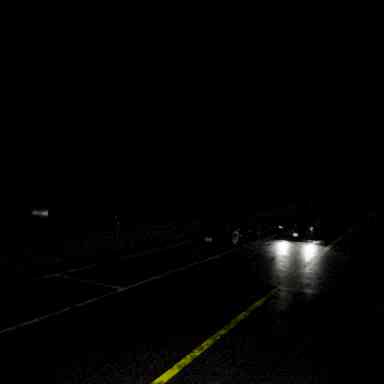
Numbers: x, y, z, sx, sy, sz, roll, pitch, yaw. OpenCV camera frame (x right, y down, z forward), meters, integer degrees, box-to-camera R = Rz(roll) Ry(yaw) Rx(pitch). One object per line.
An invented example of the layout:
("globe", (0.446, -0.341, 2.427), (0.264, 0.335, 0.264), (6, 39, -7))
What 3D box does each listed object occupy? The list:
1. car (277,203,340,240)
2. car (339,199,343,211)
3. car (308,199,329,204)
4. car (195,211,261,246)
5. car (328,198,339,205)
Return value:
("car", (6.076, 1.547, 17.359), (2.033, 1.411, 5.357), (0, 0, 32))
("car", (16.407, 1.441, 38.849), (1.967, 1.590, 4.097), (0, 0, 32))
("car", (10.575, 1.582, 29.464), (1.802, 1.307, 4.206), (0, 0, 32))
("car", (1.827, 1.566, 15.385), (1.947, 1.339, 4.313), (0, 0, 32))
("car", (13.491, 1.567, 34.156), (1.947, 1.339, 4.313), (0, 0, 32))
